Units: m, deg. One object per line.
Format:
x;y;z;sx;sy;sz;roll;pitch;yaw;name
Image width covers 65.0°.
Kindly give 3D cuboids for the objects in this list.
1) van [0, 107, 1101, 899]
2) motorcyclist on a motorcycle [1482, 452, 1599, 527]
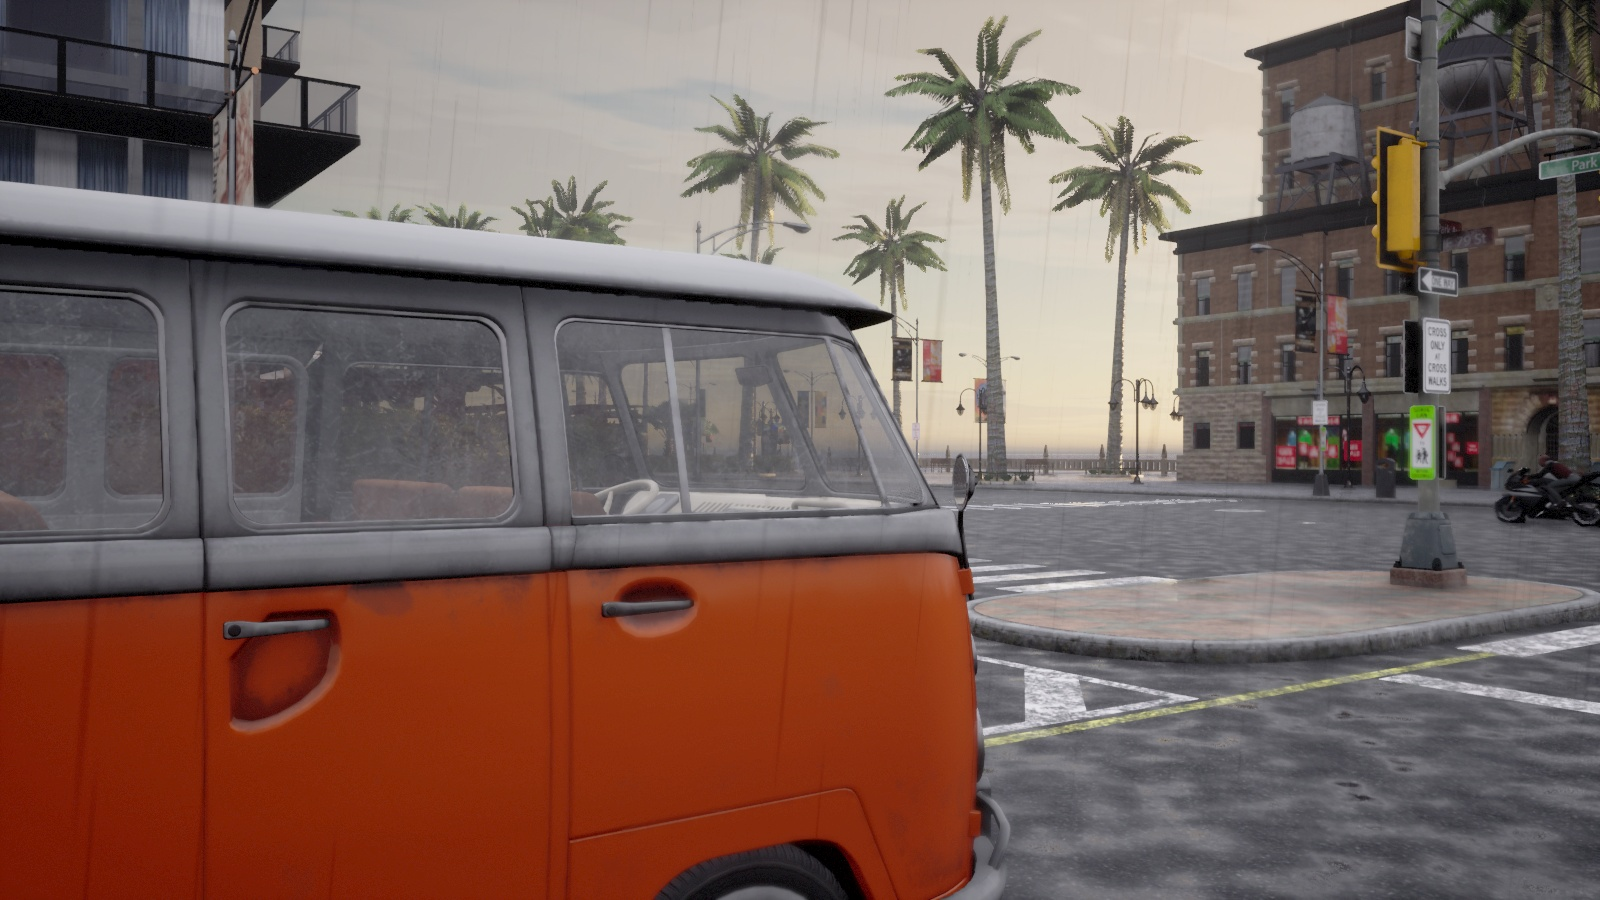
-1.588;0.507;2.554;4.442;1.987;1.775;0;0;-35;van
15.867;0.812;26.740;0.866;1.530;2.191;0;0;-34;motorcyclist on a motorcycle
